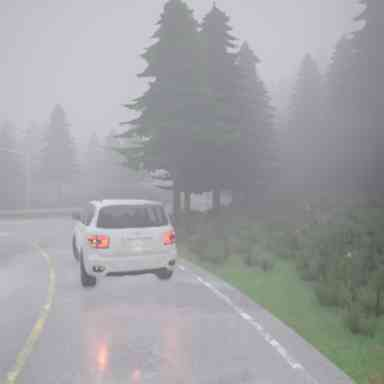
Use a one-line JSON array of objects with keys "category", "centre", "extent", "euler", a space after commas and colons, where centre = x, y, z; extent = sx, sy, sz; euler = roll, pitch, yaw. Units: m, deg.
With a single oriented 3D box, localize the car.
[{"category": "car", "centre": [-2.150, 1.193, 9.598], "extent": [2.150, 2.045, 5.566], "euler": [0, 0, -22]}]
